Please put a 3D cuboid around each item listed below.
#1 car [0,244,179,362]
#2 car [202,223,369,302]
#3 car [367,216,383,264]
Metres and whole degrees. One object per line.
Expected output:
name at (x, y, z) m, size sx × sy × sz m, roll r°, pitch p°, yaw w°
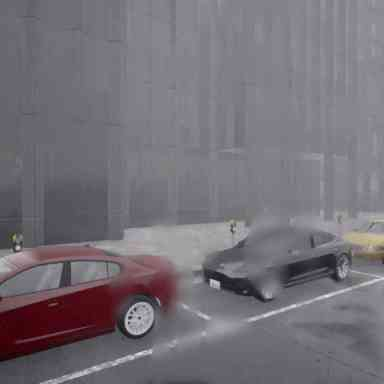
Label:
car at (-2.330, 1.545, 4.990) m, size 4.507 × 1.381 × 1.887 m, roll 0°, pitch 0°, yaw -36°
car at (2.255, 1.566, 8.267) m, size 4.313 × 1.339 × 1.947 m, roll 0°, pitch 0°, yaw -36°
car at (6.703, 1.527, 11.445) m, size 4.829 × 1.417 × 1.752 m, roll 0°, pitch 0°, yaw -36°
